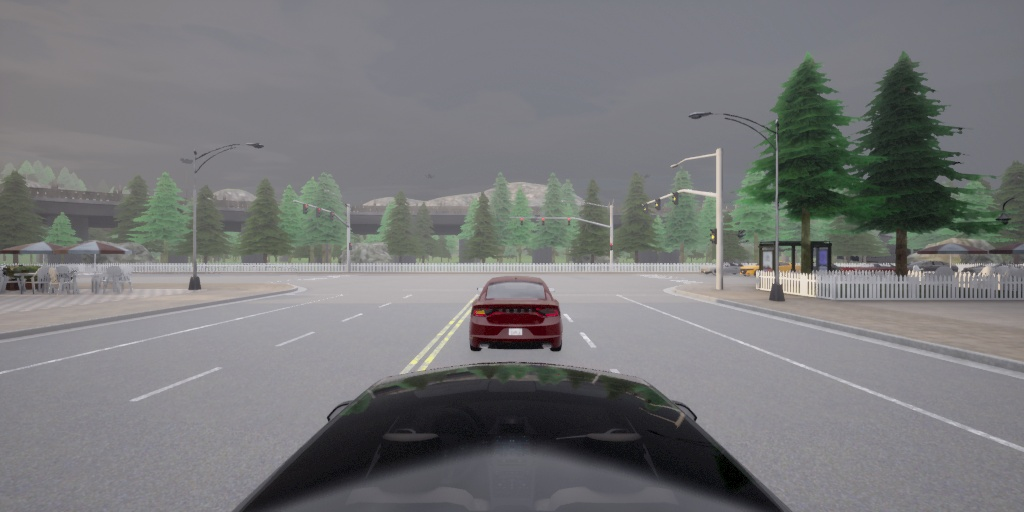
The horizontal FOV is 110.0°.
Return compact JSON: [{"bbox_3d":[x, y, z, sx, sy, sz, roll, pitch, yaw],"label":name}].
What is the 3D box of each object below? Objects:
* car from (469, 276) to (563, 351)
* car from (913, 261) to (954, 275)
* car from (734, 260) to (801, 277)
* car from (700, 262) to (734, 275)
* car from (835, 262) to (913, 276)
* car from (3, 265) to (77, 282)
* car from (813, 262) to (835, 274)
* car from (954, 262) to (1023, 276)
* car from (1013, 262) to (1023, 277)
[{"bbox_3d":[0.103,1.228,8.989,1.882,1.535,5.008,0,0,1],"label":"car"},{"bbox_3d":[40.969,1.199,35.696,4.892,1.490,1.837,0,0,10],"label":"car"},{"bbox_3d":[23.817,1.172,33.115,5.008,1.535,1.882,0,0,1],"label":"car"},{"bbox_3d":[21.881,1.295,36.646,4.718,1.301,1.895,0,0,1],"label":"car"},{"bbox_3d":[33.121,1.295,32.923,4.718,1.301,1.895,0,0,2],"label":"car"},{"bbox_3d":[-35.071,1.295,26.252,4.718,1.301,1.895,0,0,-2],"label":"car"},{"bbox_3d":[31.050,1.295,36.498,4.718,1.301,1.895,0,0,2],"label":"car"},{"bbox_3d":[43.003,1.258,31.776,4.181,1.385,1.994,0,0,14],"label":"car"},{"bbox_3d":[50.983,1.242,33.042,5.357,1.411,2.033,0,0,22],"label":"car"}]
